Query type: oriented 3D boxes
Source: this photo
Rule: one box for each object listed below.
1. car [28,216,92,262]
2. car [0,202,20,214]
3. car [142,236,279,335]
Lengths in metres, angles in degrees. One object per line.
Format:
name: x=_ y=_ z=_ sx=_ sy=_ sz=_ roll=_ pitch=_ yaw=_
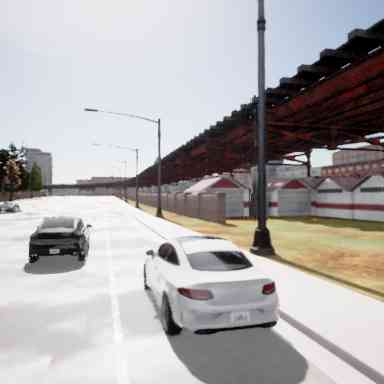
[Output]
car: x=-5.127 y=1.727 z=13.221 sx=1.837 sy=1.490 sz=4.892 roll=0 pitch=-1 yaw=-15
car: x=-24.745 y=2.087 z=45.185 sx=2.128 sy=1.511 sz=4.902 roll=0 pitch=0 yaw=-15
car: x=0.089 y=1.642 z=6.955 sx=1.812 sy=1.442 sz=4.674 roll=0 pitch=-1 yaw=-15
